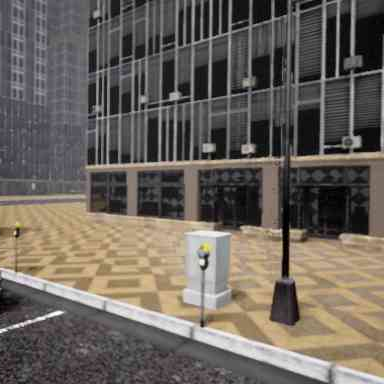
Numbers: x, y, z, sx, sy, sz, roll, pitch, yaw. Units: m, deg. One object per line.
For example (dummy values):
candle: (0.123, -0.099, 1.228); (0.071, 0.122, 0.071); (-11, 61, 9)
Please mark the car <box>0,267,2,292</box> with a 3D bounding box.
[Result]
car: (-5.452, 1.516, 6.754); (4.206, 1.307, 1.802); (1, 1, 35)
